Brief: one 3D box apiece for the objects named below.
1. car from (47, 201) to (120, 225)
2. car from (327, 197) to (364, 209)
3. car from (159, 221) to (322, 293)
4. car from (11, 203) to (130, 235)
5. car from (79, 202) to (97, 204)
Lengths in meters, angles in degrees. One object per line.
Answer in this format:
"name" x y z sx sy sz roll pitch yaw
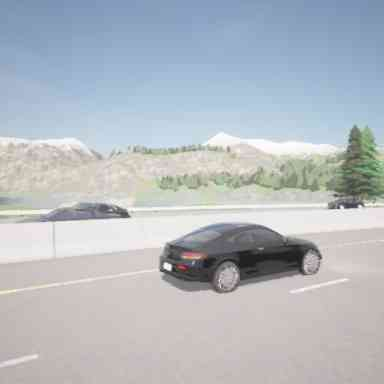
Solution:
"car" -7.731 1.456 23.877 4.674 1.442 1.812 0 0 -32
"car" 19.055 1.450 41.286 4.892 1.490 1.837 0 0 -21
"car" 1.385 1.508 8.734 4.674 1.442 1.812 0 0 -33
"car" -6.105 1.497 16.633 5.357 1.411 2.033 0 0 -34
"car" -6.294 1.446 20.641 4.892 1.490 1.837 0 0 -33
